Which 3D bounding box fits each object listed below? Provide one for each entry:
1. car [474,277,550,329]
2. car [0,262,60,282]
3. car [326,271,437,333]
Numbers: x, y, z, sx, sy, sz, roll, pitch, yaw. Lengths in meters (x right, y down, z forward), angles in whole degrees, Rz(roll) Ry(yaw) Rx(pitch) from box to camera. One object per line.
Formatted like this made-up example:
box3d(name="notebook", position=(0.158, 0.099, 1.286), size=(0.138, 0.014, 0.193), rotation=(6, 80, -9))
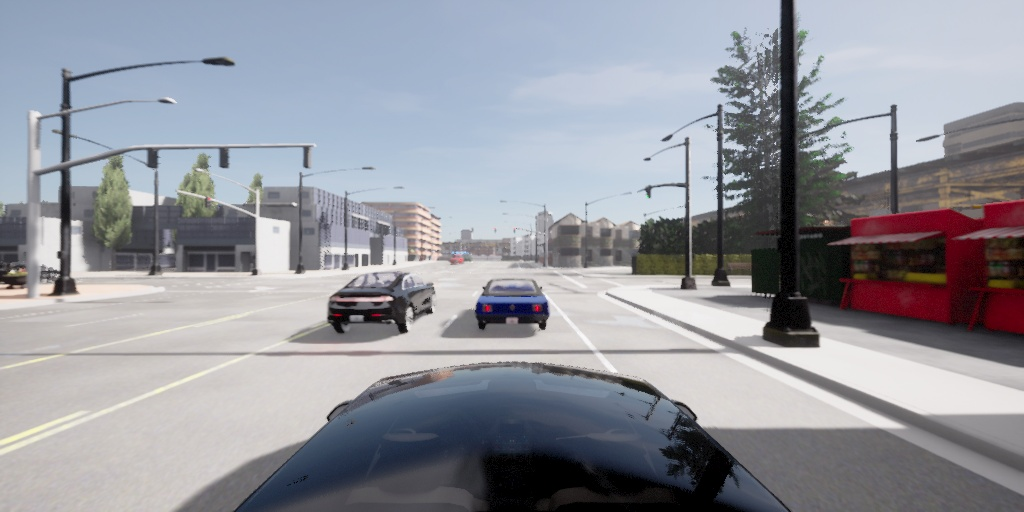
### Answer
box3d(name="car", position=(0.006, 1.292, 10.958), size=(1.895, 1.301, 4.718), rotation=(0, 0, 0))
box3d(name="car", position=(-33.157, 1.173, 24.278), size=(4.892, 1.490, 1.837), rotation=(0, 0, 0))
box3d(name="car", position=(-3.496, 1.188, 10.490), size=(2.128, 1.511, 4.902), rotation=(0, 0, 0))
